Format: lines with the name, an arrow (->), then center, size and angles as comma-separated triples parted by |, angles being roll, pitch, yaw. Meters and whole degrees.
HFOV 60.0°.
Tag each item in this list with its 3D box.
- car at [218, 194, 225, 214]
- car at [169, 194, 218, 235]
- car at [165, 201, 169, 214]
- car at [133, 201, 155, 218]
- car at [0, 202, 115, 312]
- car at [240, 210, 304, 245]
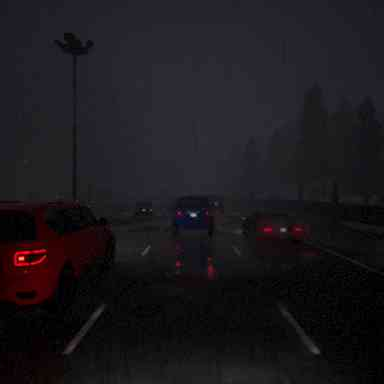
car -> 1.922, 1.237, 35.332 | 2.150, 2.045, 5.566 | 0, 0, -9
car -> -0.002, 1.229, 18.824 | 2.150, 2.045, 5.566 | 0, 0, -2
car -> -1.817, 1.521, 36.159 | 1.837, 1.490, 4.892 | 0, 0, -10
car -> -4.398, 1.561, 30.537 | 2.033, 1.411, 5.357 | 0, 0, -8
car -> -3.407, 1.225, 7.833 | 2.150, 2.045, 5.566 | 0, 0, 0
car -> 3.559, 1.555, 15.633 | 2.033, 1.411, 5.357 | 0, 0, -1
